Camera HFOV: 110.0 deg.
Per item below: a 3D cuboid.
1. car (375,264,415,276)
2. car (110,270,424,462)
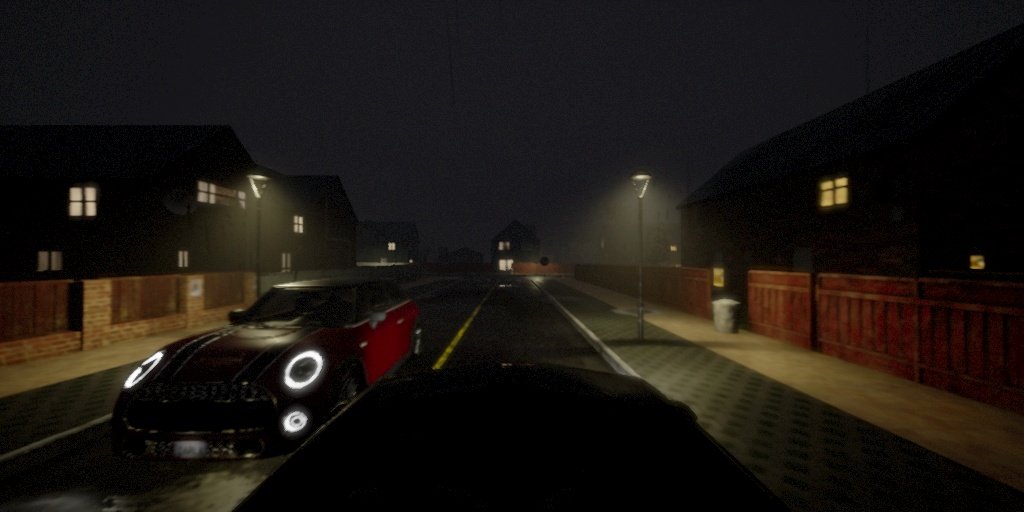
[{"bbox_3d":[-14.224,1.735,43.746,4.181,1.385,1.994,0,0,-1],"label":"car"},{"bbox_3d":[-2.847,1.141,5.425,2.097,1.767,4.553,0,-1,0],"label":"car"}]
